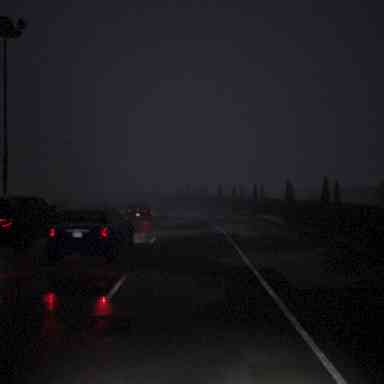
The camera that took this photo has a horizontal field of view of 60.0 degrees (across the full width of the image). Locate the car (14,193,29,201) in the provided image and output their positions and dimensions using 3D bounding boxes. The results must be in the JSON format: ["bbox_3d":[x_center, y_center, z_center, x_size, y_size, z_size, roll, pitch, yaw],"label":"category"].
[{"bbox_3d":[-33.610,0.873,65.540,2.128,1.511,4.902,0,0,-34],"label":"car"}]

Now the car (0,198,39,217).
[{"bbox_3d":[-15.635,1.335,30.088,2.128,1.511,4.902,0,0,-10],"label":"car"}]

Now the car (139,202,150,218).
[{"bbox_3d":[-4.468,1.457,27.875,1.895,1.301,4.718,0,0,-7],"label":"car"}]

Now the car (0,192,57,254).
[{"bbox_3d":[-6.936,1.152,13.288,2.150,2.045,5.566,0,0,0],"label":"car"}]

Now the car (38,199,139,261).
[{"bbox_3d":[-3.435,1.290,12.083,2.097,1.767,4.553,0,0,0],"label":"car"}]

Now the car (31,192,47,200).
[{"bbox_3d":[-31.569,0.785,68.727,2.128,1.511,4.902,0,0,-36],"label":"car"}]

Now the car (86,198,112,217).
[{"bbox_3d":[-8.410,1.368,30.428,1.812,1.442,4.674,0,0,-9],"label":"car"}]
